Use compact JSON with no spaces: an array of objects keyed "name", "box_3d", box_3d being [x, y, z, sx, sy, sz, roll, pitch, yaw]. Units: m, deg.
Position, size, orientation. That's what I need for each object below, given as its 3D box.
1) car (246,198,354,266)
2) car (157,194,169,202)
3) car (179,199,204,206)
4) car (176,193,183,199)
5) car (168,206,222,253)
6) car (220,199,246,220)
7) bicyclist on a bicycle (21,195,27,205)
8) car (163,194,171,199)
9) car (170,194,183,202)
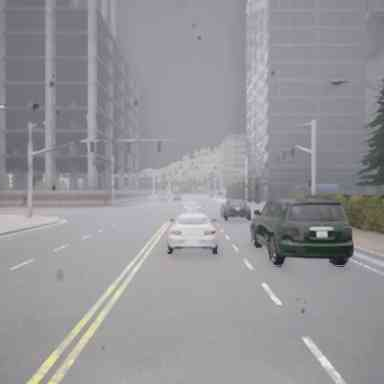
[{"name":"car","box_3d":[3.524,1.222,11.650,2.150,2.045,5.566,0,0,0]},{"name":"car","box_3d":[-7.037,1.345,79.314,2.097,1.767,4.553,0,0,0]},{"name":"car","box_3d":[0.036,1.522,28.127,1.812,1.442,4.674,0,0,0]},{"name":"car","box_3d":[-3.544,1.194,95.011,2.097,1.767,4.553,0,0,0]},{"name":"car","box_3d":[0.043,1.524,13.489,1.812,1.442,4.674,0,0,1]},{"name":"car","box_3d":[3.531,1.348,27.651,2.097,1.767,4.553,0,0,0]},{"name":"bicyclist on a bicycle","box_3d":[-26.465,1.296,52.421,0.582,1.620,1.656,0,0,1]},{"name":"car","box_3d":[-7.044,1.363,94.980,1.812,1.442,4.674,0,0,0]},{"name":"car","box_3d":[-3.537,1.490,79.285,1.837,1.490,4.892,0,0,0]}]
